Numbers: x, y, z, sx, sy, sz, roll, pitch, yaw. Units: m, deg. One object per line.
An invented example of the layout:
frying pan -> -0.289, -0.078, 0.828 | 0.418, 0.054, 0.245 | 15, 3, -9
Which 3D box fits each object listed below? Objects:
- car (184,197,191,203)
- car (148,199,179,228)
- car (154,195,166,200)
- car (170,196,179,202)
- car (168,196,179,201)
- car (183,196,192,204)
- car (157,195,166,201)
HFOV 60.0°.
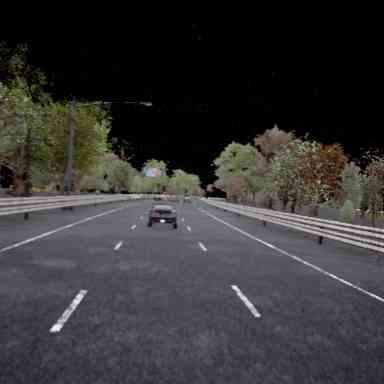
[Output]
car -> -1.248, 2.100, 92.043 | 1.812, 1.442, 4.674 | 4, 0, 0
car -> -1.981, 1.533, 22.770 | 1.837, 1.490, 4.892 | 4, 0, -5
car -> -8.201, 1.535, 80.846 | 1.882, 1.535, 5.008 | 4, 0, 0
car -> -4.743, 1.878, 91.637 | 1.994, 1.385, 4.181 | 4, 0, 0
car -> -4.716, 1.814, 81.286 | 2.128, 1.511, 4.902 | 4, 0, 0
car -> -1.223, 1.881, 82.145 | 2.097, 1.767, 4.553 | 4, 0, 0
car -> -8.231, 1.553, 91.229 | 1.882, 1.535, 5.008 | 4, 0, 0
